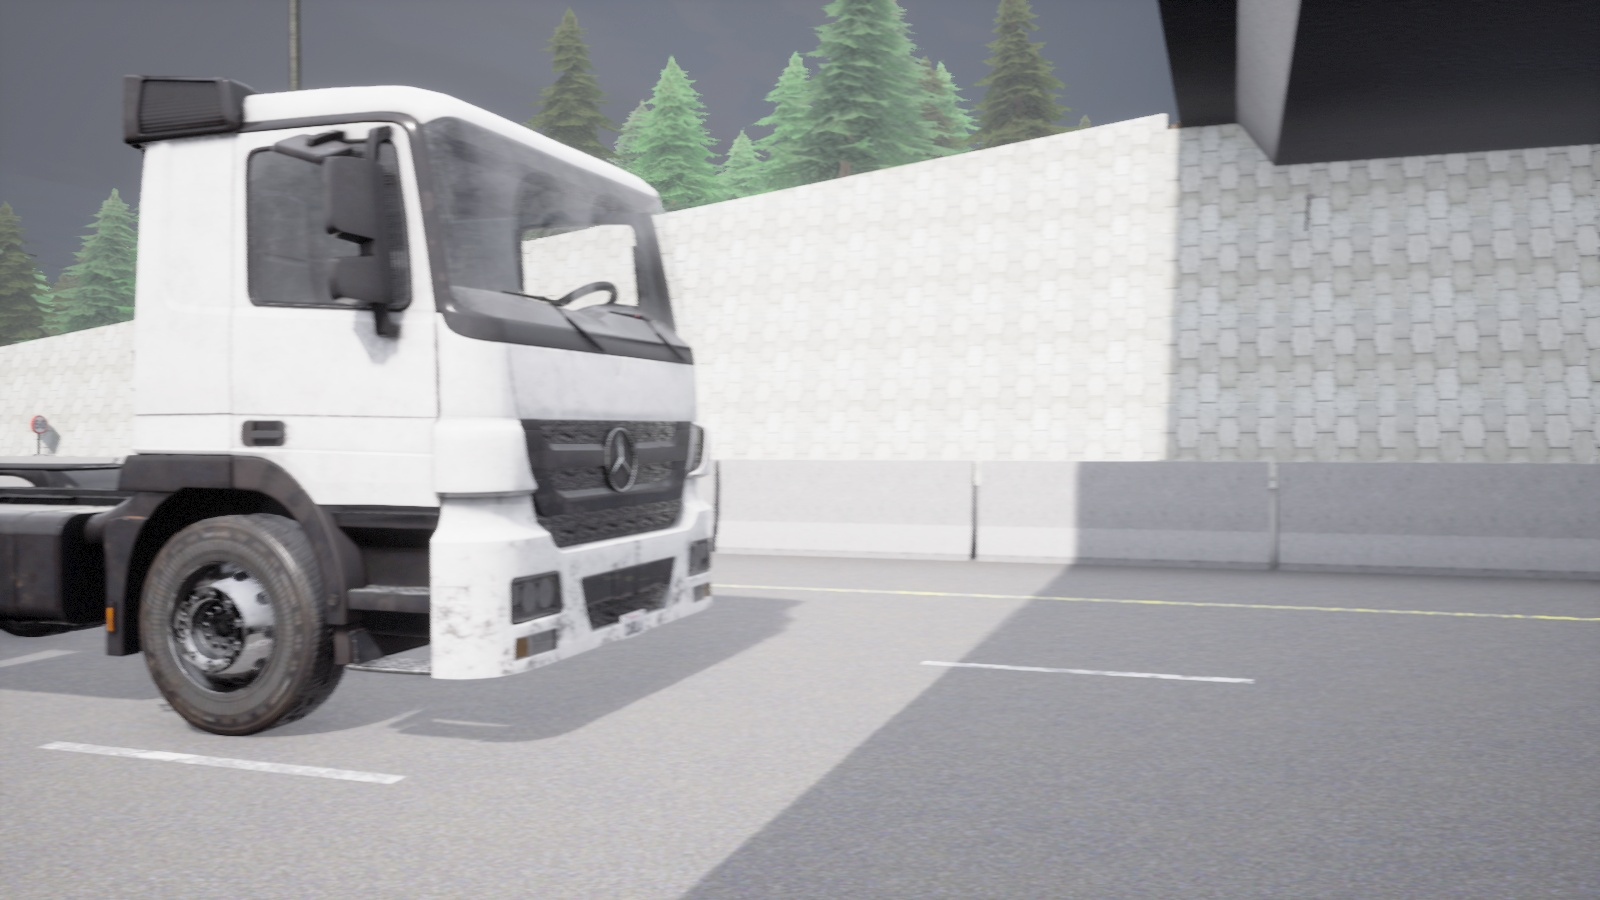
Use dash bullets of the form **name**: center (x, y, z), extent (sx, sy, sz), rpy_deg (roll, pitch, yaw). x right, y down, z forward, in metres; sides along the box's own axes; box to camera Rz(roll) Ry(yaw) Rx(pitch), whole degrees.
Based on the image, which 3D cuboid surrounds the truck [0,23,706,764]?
- **truck**: center (-4.874, -0.310, 8.511), extent (7.936, 3.462, 2.891), rpy_deg (1, 1, 19)
